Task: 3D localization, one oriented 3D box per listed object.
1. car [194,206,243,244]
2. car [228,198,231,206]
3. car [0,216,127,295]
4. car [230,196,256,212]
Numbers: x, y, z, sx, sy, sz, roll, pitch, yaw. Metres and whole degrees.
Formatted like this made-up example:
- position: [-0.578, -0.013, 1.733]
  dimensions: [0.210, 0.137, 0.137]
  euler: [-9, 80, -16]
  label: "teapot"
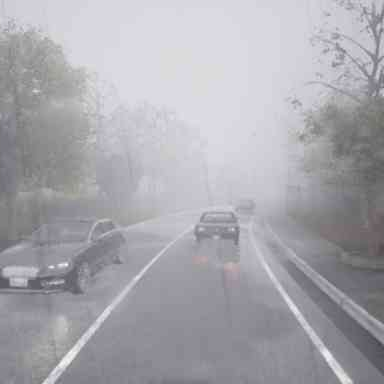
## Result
- position: [1.291, 1.562, 15.790]
  dimensions: [1.895, 1.301, 4.718]
  euler: [1, 0, 7]
  label: "car"
- position: [6.917, 1.347, 50.929]
  dimensions: [2.128, 1.511, 4.902]
  euler: [2, 1, 21]
  label: "car"
- position: [-3.106, 1.442, 8.769]
  dimensions: [2.128, 1.511, 4.902]
  euler: [0, 0, 5]
  label: "car"
- position: [6.135, 1.495, 37.769]
  dimensions: [2.033, 1.411, 5.357]
  euler: [2, 0, 17]
  label: "car"
